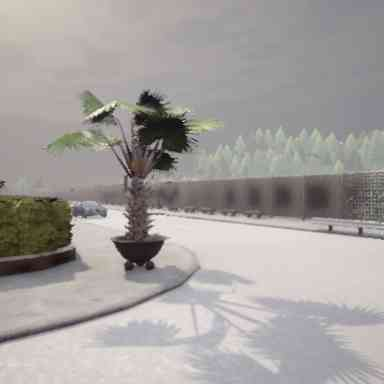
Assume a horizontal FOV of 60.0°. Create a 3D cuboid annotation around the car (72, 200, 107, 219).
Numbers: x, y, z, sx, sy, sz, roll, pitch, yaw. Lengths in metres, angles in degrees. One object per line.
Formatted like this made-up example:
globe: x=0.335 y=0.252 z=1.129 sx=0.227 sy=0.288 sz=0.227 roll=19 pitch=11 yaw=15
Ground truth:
car: x=-8.899 y=1.439 z=28.590 sx=1.812 sy=1.442 sz=4.674 roll=-1 pitch=0 yaw=-36
